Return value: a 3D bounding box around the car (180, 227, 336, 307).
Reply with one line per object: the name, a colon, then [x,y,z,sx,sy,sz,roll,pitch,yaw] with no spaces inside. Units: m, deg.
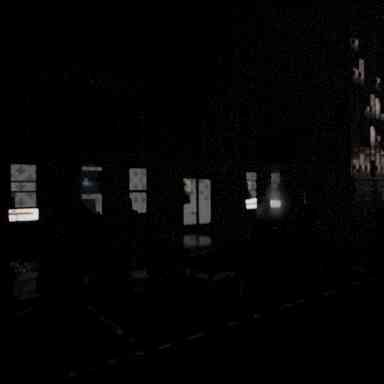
car: [1.708,1.526,7.790,4.206,1.307,1.802,-1,0,-36]
